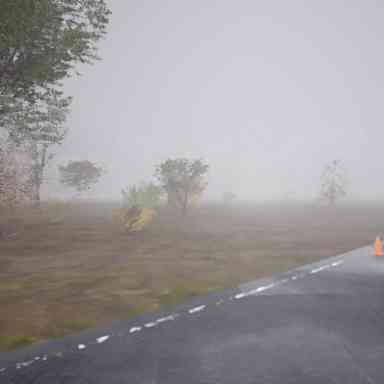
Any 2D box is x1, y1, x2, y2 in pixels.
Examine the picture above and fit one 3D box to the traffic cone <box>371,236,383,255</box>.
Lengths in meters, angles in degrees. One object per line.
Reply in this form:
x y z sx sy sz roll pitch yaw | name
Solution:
6.274 1.791 11.228 0.340 0.580 0.340 -1 1 -42 | traffic cone
